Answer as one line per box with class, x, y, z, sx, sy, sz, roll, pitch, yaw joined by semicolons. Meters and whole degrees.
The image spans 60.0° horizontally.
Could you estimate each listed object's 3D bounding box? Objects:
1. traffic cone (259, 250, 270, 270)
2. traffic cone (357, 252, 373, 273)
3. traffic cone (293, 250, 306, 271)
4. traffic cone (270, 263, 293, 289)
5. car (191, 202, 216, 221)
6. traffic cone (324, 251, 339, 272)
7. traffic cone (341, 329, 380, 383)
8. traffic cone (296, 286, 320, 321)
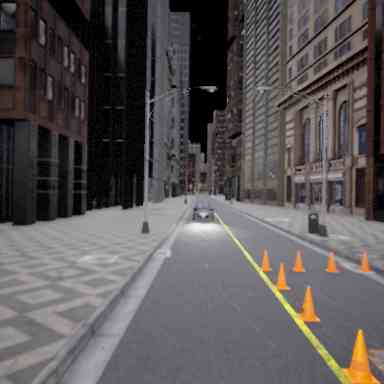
traffic cone;2.251;2.063;10.174;0.340;0.580;0.340;1;0;1
traffic cone;5.250;2.118;10.103;0.340;0.580;0.340;1;0;1
traffic cone;3.251;2.081;10.150;0.340;0.580;0.340;1;0;1
traffic cone;2.204;2.050;8.174;0.340;0.580;0.340;1;0;1
car;0.982;1.674;29.098;2.128;1.511;4.902;1;0;1
traffic cone;4.250;2.099;10.126;0.340;0.580;0.340;1;0;1
traffic cone;2.110;2.023;4.176;0.340;0.580;0.340;1;0;1
traffic cone;2.157;2.037;6.175;0.340;0.580;0.340;1;0;1
